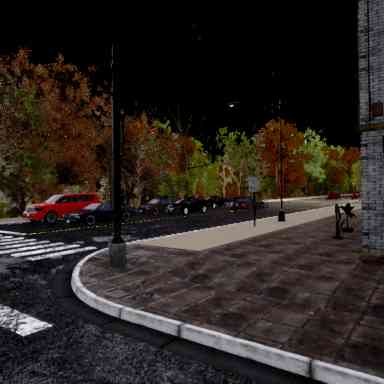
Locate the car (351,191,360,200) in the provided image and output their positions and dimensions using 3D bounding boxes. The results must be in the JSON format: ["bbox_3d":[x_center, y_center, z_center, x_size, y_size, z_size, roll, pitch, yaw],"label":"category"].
[{"bbox_3d":[31.427,0.561,62.442,2.097,1.767,4.553,-1,0,36],"label":"car"}]

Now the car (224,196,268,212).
[{"bbox_3d":[5.661,1.200,32.873,2.033,1.411,5.357,-1,0,36],"label":"car"}]

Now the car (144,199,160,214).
[{"bbox_3d":[-3.056,1.347,32.315,2.033,1.411,5.357,-1,0,37],"label":"car"}]

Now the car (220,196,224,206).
[{"bbox_3d":[5.493,1.179,38.457,1.812,1.442,4.674,-1,0,36],"label":"car"}]

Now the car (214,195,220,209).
[{"bbox_3d":[2.760,1.204,40.218,1.837,1.490,4.892,-1,0,37],"label":"car"}]

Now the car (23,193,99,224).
[{"bbox_3d":[-9.133,1.126,24.059,2.150,2.045,5.566,-1,0,36],"label":"car"}]

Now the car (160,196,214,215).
[{"bbox_3d":[-0.376,1.260,30.483,1.837,1.490,4.892,-1,0,36],"label":"car"}]

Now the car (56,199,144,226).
[{"bbox_3d":[-6.092,1.402,22.704,2.033,1.411,5.357,-1,0,36],"label":"car"}]

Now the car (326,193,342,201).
[{"bbox_3d":[25.598,0.833,59.998,1.812,1.442,4.674,-1,-1,36],"label":"car"}]
